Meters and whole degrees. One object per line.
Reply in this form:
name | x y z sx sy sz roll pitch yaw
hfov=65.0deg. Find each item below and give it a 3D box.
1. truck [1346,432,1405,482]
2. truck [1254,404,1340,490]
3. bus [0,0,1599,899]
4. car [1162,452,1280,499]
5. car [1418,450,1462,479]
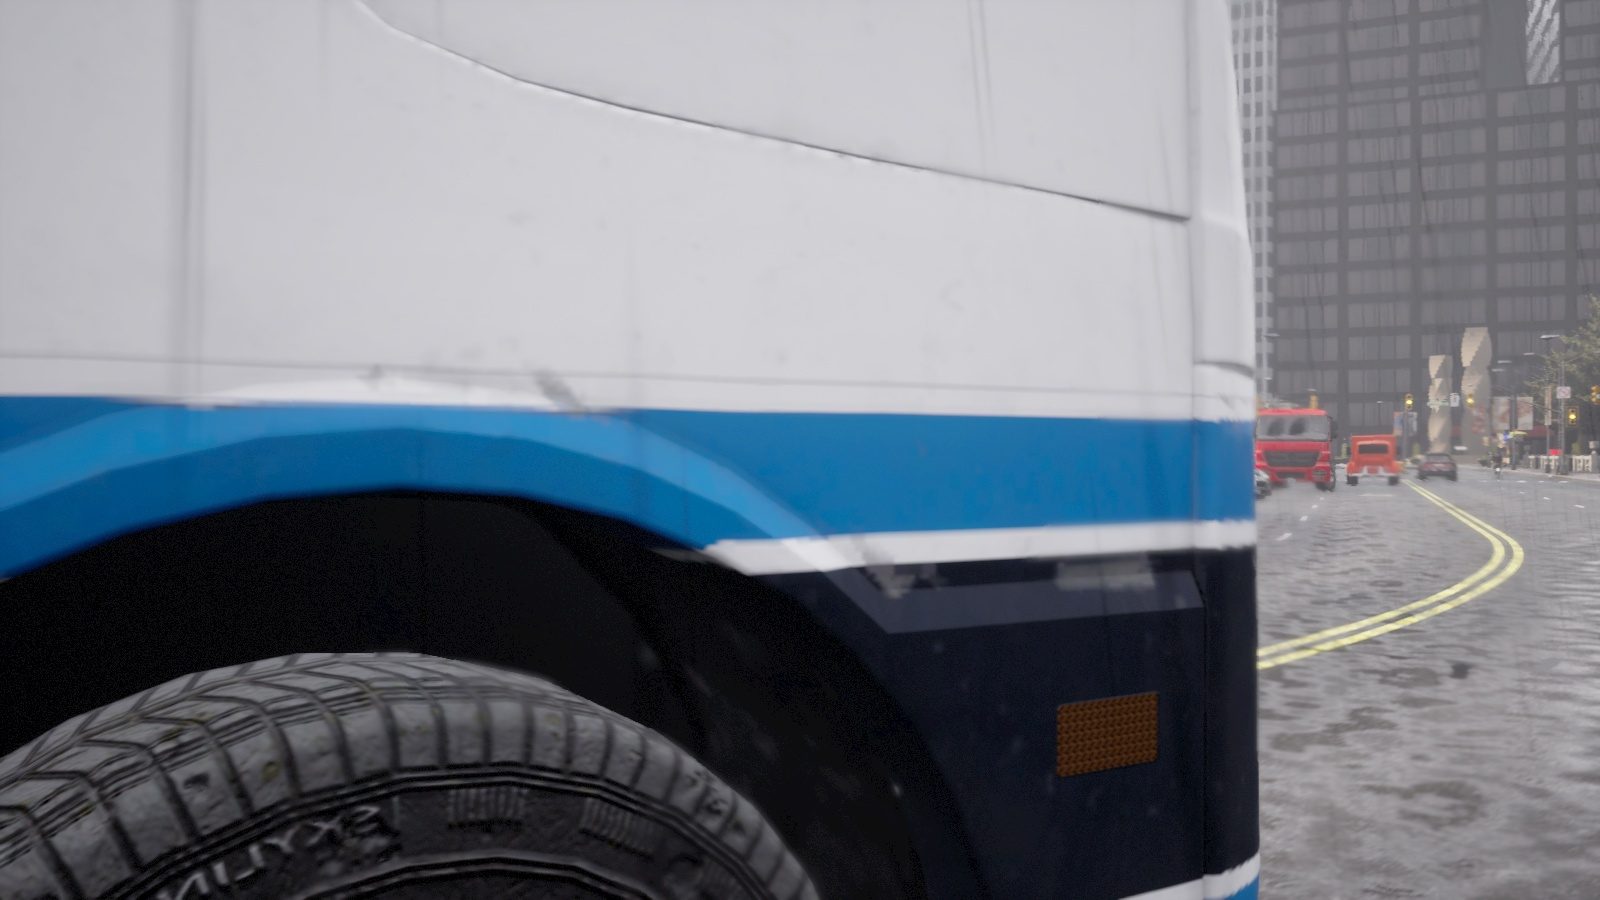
truck | 29.374 0.391 64.168 2.627 2.467 5.204 0 -1 24
truck | 21.602 -0.125 54.329 2.891 3.462 7.936 0 0 26
bus | -3.763 -0.618 0.976 10.273 4.253 3.944 0 0 -31
car | 13.949 0.804 41.806 1.970 1.475 3.806 0 0 -14
car | 37.331 0.806 73.324 2.033 1.649 4.856 0 0 24
